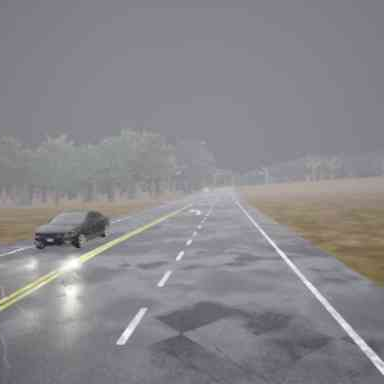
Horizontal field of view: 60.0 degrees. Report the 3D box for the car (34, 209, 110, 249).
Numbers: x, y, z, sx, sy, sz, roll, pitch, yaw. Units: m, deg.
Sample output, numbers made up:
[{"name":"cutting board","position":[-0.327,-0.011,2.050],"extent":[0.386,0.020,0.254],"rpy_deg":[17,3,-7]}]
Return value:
[{"name":"car","position":[-5.357,1.590,15.476],"extent":[1.882,1.535,5.008],"rpy_deg":[-2,0,5]}]
